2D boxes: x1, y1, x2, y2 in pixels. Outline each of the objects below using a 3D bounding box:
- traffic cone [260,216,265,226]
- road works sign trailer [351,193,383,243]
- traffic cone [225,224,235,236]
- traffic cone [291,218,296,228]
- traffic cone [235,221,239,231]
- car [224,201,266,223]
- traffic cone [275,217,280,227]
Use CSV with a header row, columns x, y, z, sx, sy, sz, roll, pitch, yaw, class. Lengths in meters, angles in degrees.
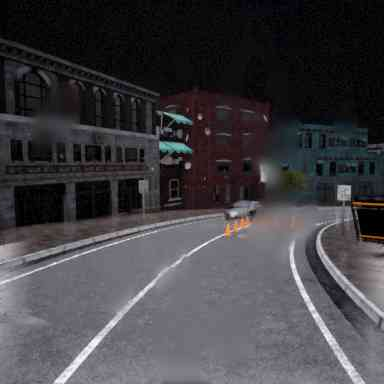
x,y,z,sx,sy,sz,roll,pitch,yaw,class
4.730,1.933,22.328,0.340,0.580,0.340,2,1,19,traffic cone
7.114,1.155,10.546,3.560,2.380,2.880,2,45,37,road works sign trailer
1.841,1.905,16.983,0.340,0.580,0.340,2,0,19,traffic cone
6.616,2.010,21.686,0.340,0.580,0.340,2,1,19,traffic cone
2.491,1.903,18.874,0.340,0.580,0.340,2,1,19,traffic cone
4.100,1.404,25.140,2.128,1.511,4.902,3,1,31,car
5.670,1.971,22.006,0.340,0.580,0.340,2,1,18,traffic cone
